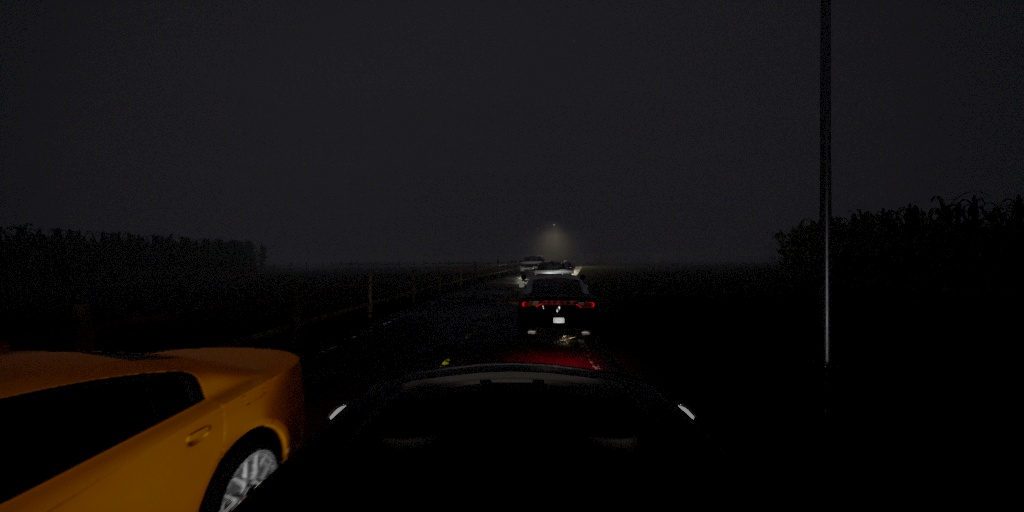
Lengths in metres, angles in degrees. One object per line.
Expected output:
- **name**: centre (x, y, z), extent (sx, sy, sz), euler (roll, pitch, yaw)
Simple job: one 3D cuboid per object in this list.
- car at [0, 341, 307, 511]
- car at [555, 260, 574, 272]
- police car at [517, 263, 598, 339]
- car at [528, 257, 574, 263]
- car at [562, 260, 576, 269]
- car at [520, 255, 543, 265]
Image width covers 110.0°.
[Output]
- **car**: centre (-2.776, 1.227, 1.077), extent (1.882, 1.535, 5.008), euler (0, 0, 1)
- **car**: centre (6.724, 1.270, 45.851), extent (1.994, 1.385, 4.181), euler (0, 0, 13)
- **police car**: centre (1.198, 1.173, 10.259), extent (1.930, 1.638, 5.238), euler (0, 0, 4)
- **car**: centre (2.259, 1.089, 19.908), extent (2.097, 1.767, 4.553), euler (0, 0, 8)
- **car**: centre (8.865, 1.293, 55.700), extent (1.895, 1.301, 4.718), euler (0, 0, 12)
- **car**: centre (2.282, 0.939, 38.445), extent (2.150, 2.045, 5.566), euler (0, 0, 12)
